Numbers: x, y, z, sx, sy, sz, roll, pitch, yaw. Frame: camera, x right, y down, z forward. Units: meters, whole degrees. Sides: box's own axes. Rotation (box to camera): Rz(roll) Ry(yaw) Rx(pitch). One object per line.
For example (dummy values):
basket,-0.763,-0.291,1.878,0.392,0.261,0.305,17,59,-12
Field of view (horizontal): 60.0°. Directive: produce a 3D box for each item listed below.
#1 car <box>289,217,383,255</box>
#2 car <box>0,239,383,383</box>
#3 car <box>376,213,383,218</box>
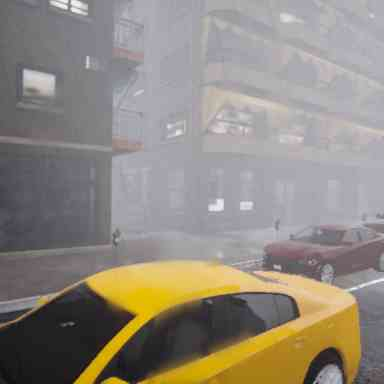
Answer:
car,3.892,1.569,9.334,4.507,1.381,1.887,0,1,-36
car,-0.434,1.484,3.065,5.008,1.535,1.882,0,0,-36
car,8.423,1.352,12.572,5.009,1.841,2.192,0,1,-36
